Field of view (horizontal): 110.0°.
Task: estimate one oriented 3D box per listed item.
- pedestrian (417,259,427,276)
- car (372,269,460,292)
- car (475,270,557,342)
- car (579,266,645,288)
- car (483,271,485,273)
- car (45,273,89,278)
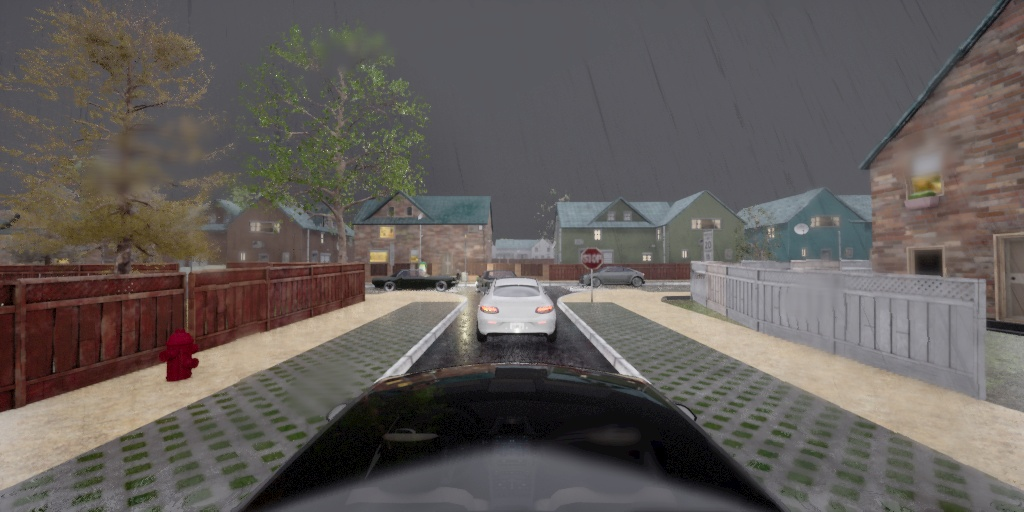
[{"bbox_3d":[-6.691,1.119,26.777,0.375,1.860,0.375,0,-1,1],"label":"pedestrian"},{"bbox_3d":[-5.475,1.416,20.891,4.718,1.301,1.895,-1,-1,1],"label":"car"},{"bbox_3d":[0.106,1.279,9.685,1.812,1.442,4.674,0,0,0],"label":"car"},{"bbox_3d":[6.547,1.344,23.677,4.181,1.385,1.994,0,-1,1],"label":"car"},{"bbox_3d":[-0.750,1.366,18.504,1.895,1.301,4.718,0,-1,-12],"label":"car"},{"bbox_3d":[-25.600,1.633,21.169,4.718,1.301,1.895,-1,-1,1],"label":"car"}]
